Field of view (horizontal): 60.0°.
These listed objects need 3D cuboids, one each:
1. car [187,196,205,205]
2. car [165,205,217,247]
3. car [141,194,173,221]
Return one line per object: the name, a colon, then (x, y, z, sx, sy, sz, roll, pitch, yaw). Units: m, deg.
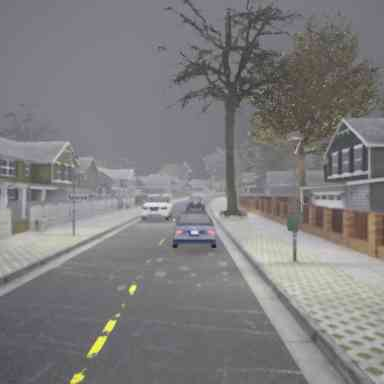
car: (0.484, 1.302, 40.249, 2.097, 1.767, 4.553, 0, 0, 2)
car: (0.099, 1.552, 14.929, 2.033, 1.411, 5.357, 0, 0, 0)
car: (-2.788, 1.210, 27.578, 2.150, 2.045, 5.566, 0, 0, 1)
